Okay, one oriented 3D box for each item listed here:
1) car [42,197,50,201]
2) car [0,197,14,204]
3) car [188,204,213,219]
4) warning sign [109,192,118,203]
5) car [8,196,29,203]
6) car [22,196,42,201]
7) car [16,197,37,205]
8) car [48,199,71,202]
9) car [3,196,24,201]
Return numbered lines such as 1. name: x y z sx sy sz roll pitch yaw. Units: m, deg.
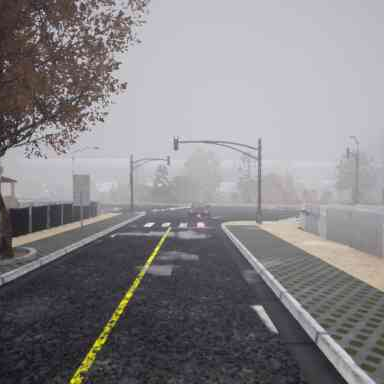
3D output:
1. car: -30.859 1.658 68.791 4.181 1.385 1.994 -1 2 36
2. car: -40.871 1.734 72.047 5.357 1.411 2.033 -1 2 36
3. car: 0.874 1.691 29.595 1.895 1.301 4.718 2 -1 7
4. warning sign: -14.247 0.995 60.260 1.060 1.860 1.300 2 1 36
5. car: -38.963 1.610 74.675 4.902 1.511 2.128 -1 2 36
6. car: -29.732 1.764 59.910 5.008 1.535 1.882 0 2 36
7. car: -32.988 1.777 66.323 4.181 1.385 1.994 -1 2 36
8. car: -17.961 1.876 47.256 4.718 1.301 1.895 0 2 36
9. car: -31.938 1.946 57.488 5.357 1.411 2.033 -1 2 37
